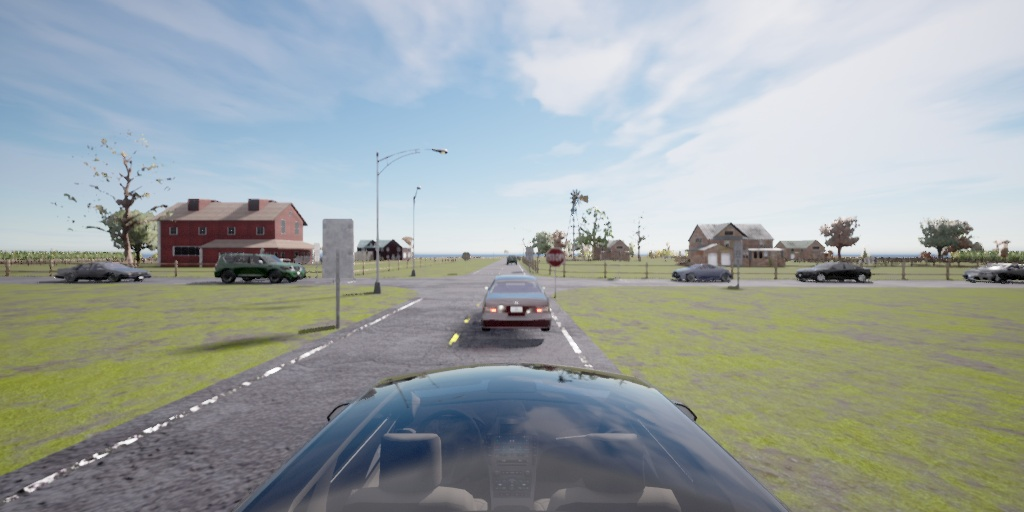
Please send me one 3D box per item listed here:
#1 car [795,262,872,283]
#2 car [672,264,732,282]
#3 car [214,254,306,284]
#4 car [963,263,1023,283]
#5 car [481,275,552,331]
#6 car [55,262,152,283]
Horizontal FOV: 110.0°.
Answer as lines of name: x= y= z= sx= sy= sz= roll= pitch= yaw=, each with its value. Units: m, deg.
car: x=25.240 y=1.262 z=28.263 sx=5.008 sy=1.535 sz=1.882 roll=0 pitch=0 yaw=1
car: x=14.941 y=1.308 z=28.339 sx=4.181 sy=1.385 sz=1.994 roll=0 pitch=0 yaw=1
car: x=-18.020 y=0.871 z=25.646 sx=5.566 sy=2.045 sz=2.150 roll=0 pitch=0 yaw=1
car: x=38.566 y=1.332 z=28.142 sx=4.902 sy=1.511 sz=2.128 roll=0 pitch=0 yaw=1
car: x=0.100 y=1.279 z=10.823 sx=2.033 sy=1.411 sz=5.357 roll=0 pitch=0 yaw=0
car: x=-29.255 y=1.166 z=25.734 sx=5.357 sy=1.411 sz=2.033 roll=0 pitch=0 yaw=0
